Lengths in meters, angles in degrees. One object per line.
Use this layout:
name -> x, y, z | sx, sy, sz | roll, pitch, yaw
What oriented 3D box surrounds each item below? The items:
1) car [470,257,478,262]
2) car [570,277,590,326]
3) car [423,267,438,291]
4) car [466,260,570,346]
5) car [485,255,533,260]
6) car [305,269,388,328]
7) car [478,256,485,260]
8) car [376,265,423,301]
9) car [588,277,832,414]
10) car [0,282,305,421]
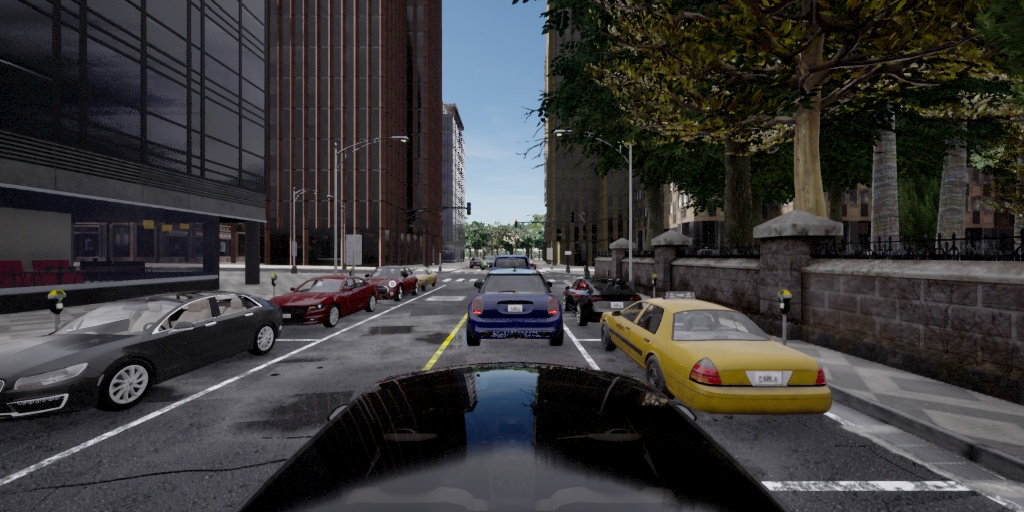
car -> -5.864, 1.079, 59.754 | 2.192, 1.841, 5.009 | 0, 0, 0
car -> 2.745, 1.316, 11.450 | 1.948, 1.339, 4.313 | 0, 0, 0
car -> -5.799, 1.277, 22.176 | 1.751, 1.417, 4.829 | 0, 0, 0
car -> 0.039, 1.102, 9.553 | 2.097, 1.767, 4.553 | 0, 0, -1
car -> -0.025, 0.972, 18.987 | 2.150, 2.045, 5.566 | 0, 0, 0
car -> -5.780, 1.295, 11.433 | 1.888, 1.381, 4.507 | 0, 0, 0
car -> -3.189, 0.982, 51.229 | 2.150, 2.045, 5.566 | 0, 0, -1
car -> -5.789, 1.190, 16.890 | 1.967, 1.591, 4.097 | 0, 0, 0
car -> 2.755, 1.275, 6.163 | 1.751, 1.417, 4.829 | 0, 0, 0
car -> -5.770, 1.300, 5.976 | 2.007, 1.370, 4.403 | 0, 0, 0
